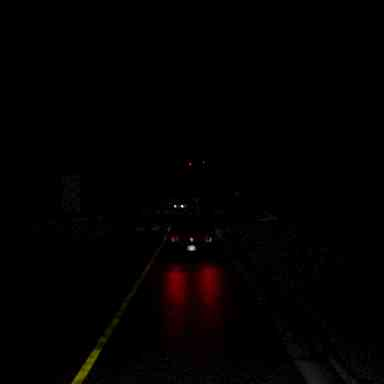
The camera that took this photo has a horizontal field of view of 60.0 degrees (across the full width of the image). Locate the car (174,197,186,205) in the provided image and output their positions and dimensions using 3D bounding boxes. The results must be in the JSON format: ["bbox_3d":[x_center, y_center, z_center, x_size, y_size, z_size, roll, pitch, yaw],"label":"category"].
[{"bbox_3d":[-3.059,2.315,77.101,1.882,1.535,5.008,0,-1,0],"label":"car"}]

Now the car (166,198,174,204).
[{"bbox_3d":[-5.691,2.388,86.126,1.967,1.590,4.097,0,-1,0],"label":"car"}]

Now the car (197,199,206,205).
[{"bbox_3d":[2.330,2.430,80.609,2.008,1.369,4.403,0,-1,0],"label":"car"}]

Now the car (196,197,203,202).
[{"bbox_3d":[2.323,2.312,69.588,1.947,1.339,4.313,0,-1,0],"label":"car"}]

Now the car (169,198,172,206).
[{"bbox_3d":[-5.702,2.329,69.593,1.802,1.307,4.206,0,-1,0],"label":"car"}]

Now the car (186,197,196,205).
[{"bbox_3d":[-0.308,2.407,79.370,1.994,1.385,4.181,0,-1,0],"label":"car"}]

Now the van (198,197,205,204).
[{"bbox_3d":[2.334,2.289,86.122,1.690,1.788,3.998,0,-1,0],"label":"van"}]

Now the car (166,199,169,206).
[{"bbox_3d":[-5.709,2.059,58.574,1.967,1.590,4.097,0,-1,0],"label":"car"}]

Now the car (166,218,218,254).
[{"bbox_3d":[-0.002,1.738,14.114,1.895,1.301,4.718,0,-1,0],"label":"car"}]

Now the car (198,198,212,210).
[{"bbox_3d":[2.312,2.121,53.056,1.947,1.339,4.313,0,-1,0],"label":"car"}]

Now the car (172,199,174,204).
[{"bbox_3d":[-5.698,2.364,75.104,2.008,1.369,4.403,0,-1,0],"label":"car"}]

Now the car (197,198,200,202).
[{"bbox_3d":[2.319,2.263,64.078,1.802,1.307,4.206,0,-1,0],"label":"car"}]

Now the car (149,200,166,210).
[{"bbox_3d":[-5.713,1.996,53.064,1.967,1.590,4.097,0,-1,0],"label":"car"}]
